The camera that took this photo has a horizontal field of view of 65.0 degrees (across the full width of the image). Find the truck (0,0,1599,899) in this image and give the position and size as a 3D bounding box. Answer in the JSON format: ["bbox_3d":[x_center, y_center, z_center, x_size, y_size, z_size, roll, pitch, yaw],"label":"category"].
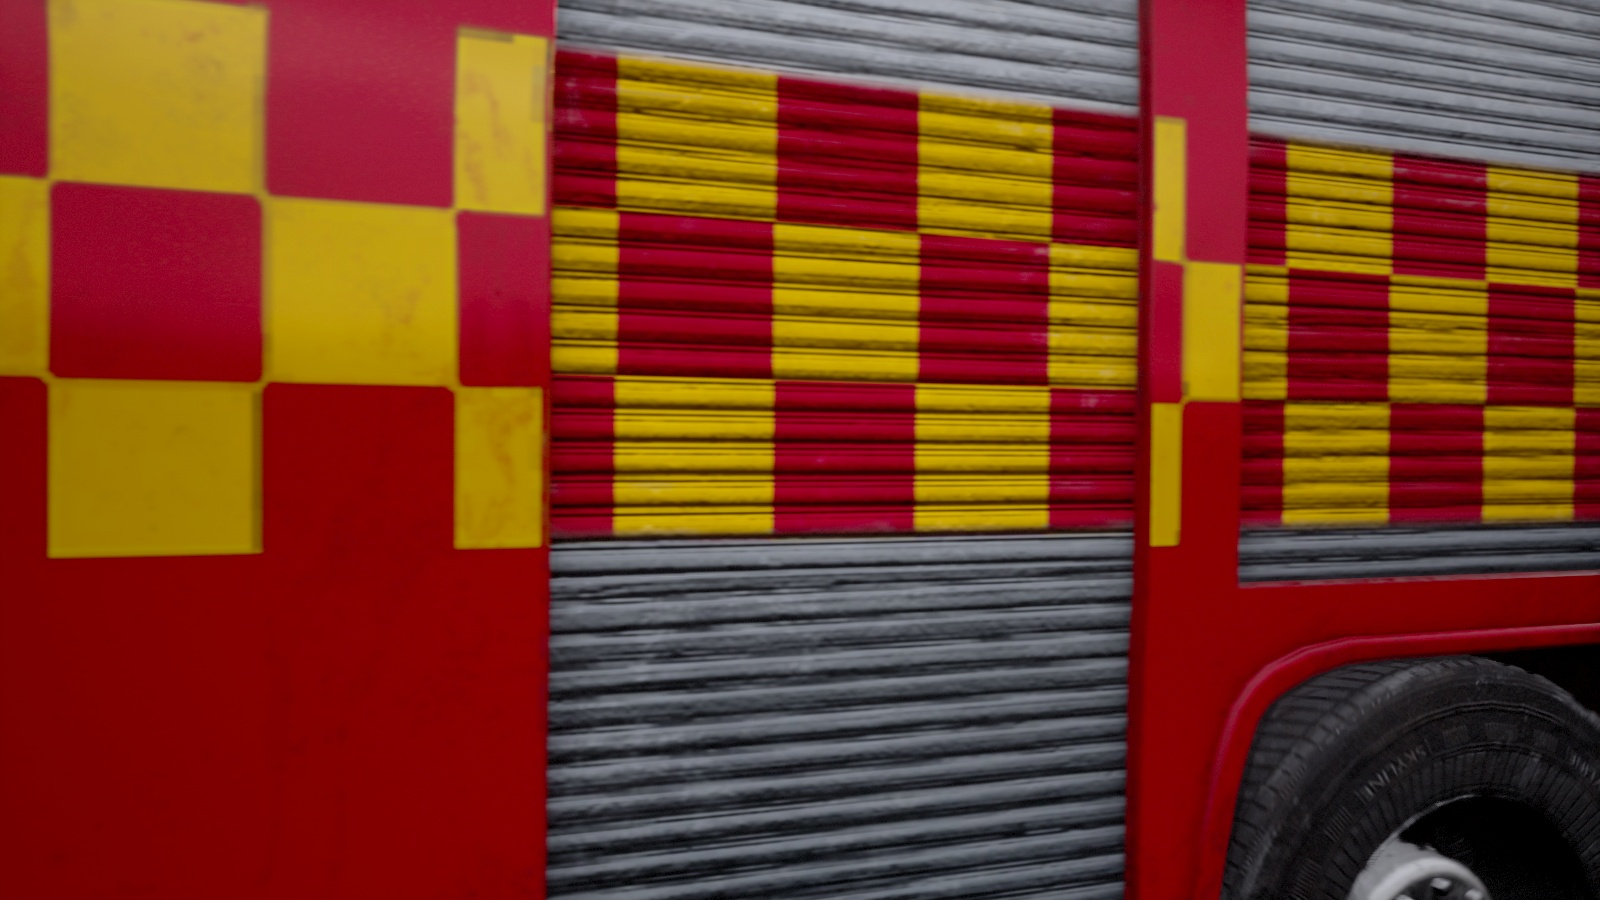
[{"bbox_3d":[-1.799,-0.389,2.542,8.468,3.827,2.891,-1,1,-21],"label":"truck"}]
